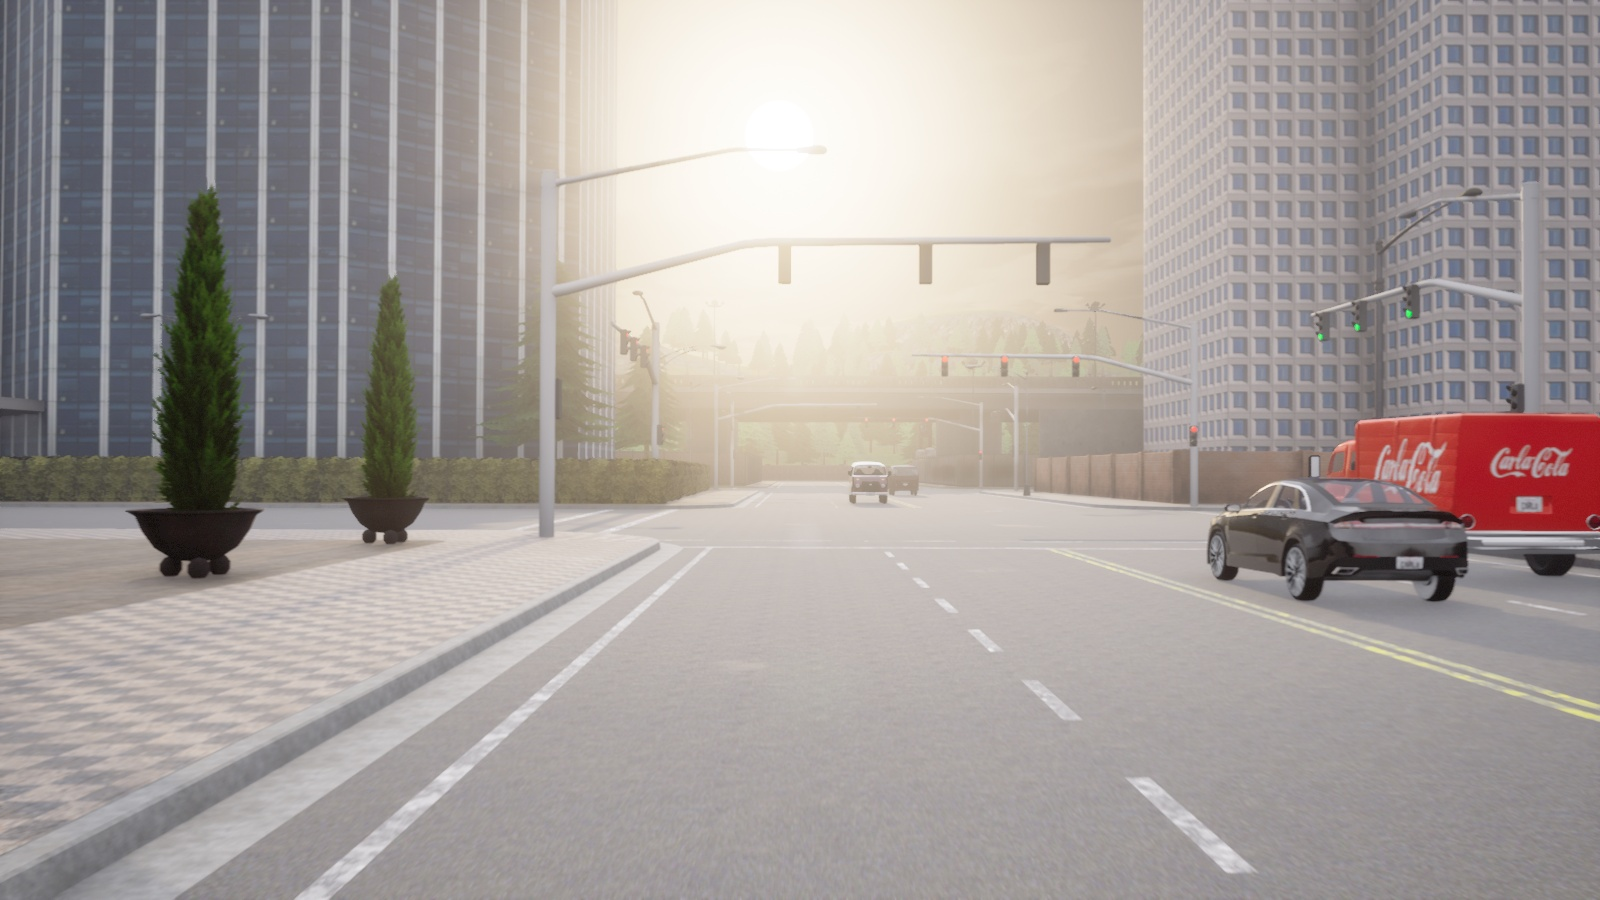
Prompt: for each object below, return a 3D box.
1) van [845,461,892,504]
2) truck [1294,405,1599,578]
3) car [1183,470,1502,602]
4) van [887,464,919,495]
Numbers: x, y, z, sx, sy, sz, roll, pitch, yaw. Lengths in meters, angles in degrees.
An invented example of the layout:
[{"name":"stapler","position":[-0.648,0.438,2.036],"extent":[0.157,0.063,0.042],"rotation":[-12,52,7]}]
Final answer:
[{"name":"van","position":[3.348,1.563,62.057],"extent":[2.069,2.038,4.480],"rotation":[0,-1,0]},{"name":"truck","position":[10.448,0.630,20.573],"extent":[2.627,2.467,5.204],"rotation":[0,-1,0]},{"name":"car","position":[6.958,1.025,16.824],"extent":[2.128,1.511,4.902],"rotation":[0,-1,0]},{"name":"van","position":[6.797,1.931,83.116],"extent":[1.775,1.987,4.442],"rotation":[0,-1,0]}]
